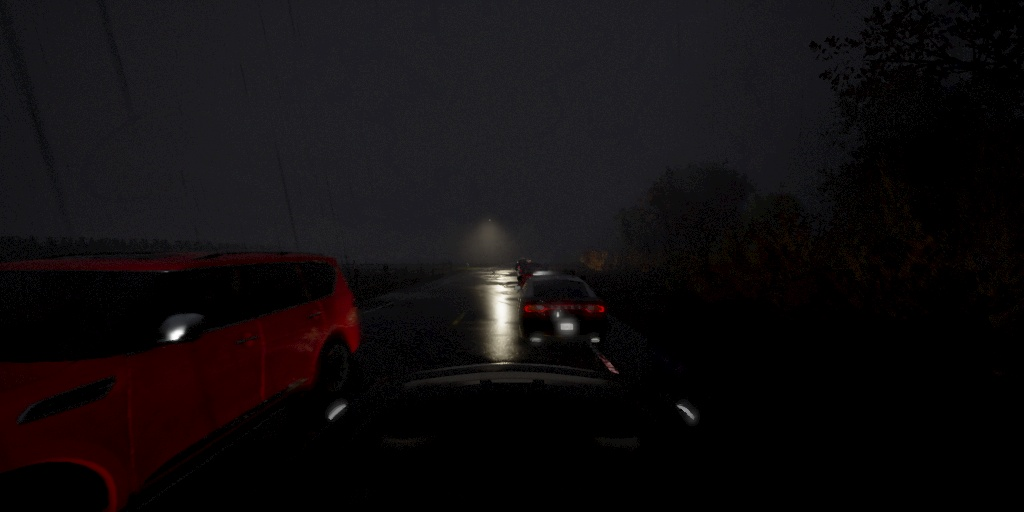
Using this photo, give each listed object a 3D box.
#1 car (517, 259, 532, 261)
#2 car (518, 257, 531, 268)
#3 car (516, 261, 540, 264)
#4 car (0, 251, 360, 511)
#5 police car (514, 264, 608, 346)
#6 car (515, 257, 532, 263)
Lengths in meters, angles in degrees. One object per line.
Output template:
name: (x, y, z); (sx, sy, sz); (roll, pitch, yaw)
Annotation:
car: (1.421, 1.219, 25.410); (1.882, 1.535, 5.008); (0, 0, 2)
car: (2.150, 1.062, 61.096); (2.097, 1.767, 4.553); (0, 0, 4)
car: (1.265, 1.222, 19.432); (1.882, 1.535, 5.008); (0, 0, 1)
car: (-3.456, 0.969, 3.385); (2.150, 2.045, 5.566); (0, 0, 0)
police car: (1.098, 1.173, 9.576); (1.930, 1.638, 5.238); (0, 0, 1)
car: (1.444, 1.228, 49.164); (1.837, 1.490, 4.892); (0, 0, 4)
